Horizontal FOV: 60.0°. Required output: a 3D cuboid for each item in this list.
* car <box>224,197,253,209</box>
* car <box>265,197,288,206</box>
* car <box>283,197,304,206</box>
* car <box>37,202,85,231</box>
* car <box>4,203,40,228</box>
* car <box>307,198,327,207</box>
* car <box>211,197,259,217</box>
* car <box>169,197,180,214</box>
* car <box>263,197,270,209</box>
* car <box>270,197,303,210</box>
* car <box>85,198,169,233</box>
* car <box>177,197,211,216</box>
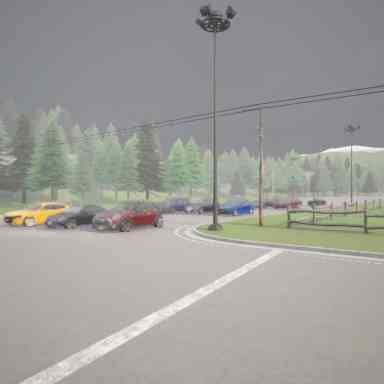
[{"bbox_3d":[6.595,1.478,46.607,1.882,1.535,5.008,0,0,36],"label":"car"},{"bbox_3d":[14.675,1.547,57.514,2.033,1.411,5.357,0,0,37],"label":"car"},{"bbox_3d":[16.623,1.564,54.296,1.994,1.385,4.181,0,0,36],"label":"car"},{"bbox_3d":[-6.990,1.526,21.121,1.812,1.442,4.674,0,0,31],"label":"car"},{"bbox_3d":[-10.126,1.477,22.707,1.882,1.535,5.008,0,0,32],"label":"car"},{"bbox_3d":[19.769,1.601,52.653,1.895,1.301,4.718,0,0,37],"label":"car"},{"bbox_3d":[4.135,1.478,31.451,1.882,1.535,5.008,0,0,36],"label":"car"},{"bbox_3d":[-1.902,1.352,35.037,2.097,1.767,4.553,0,0,36],"label":"car"},{"bbox_3d":[9.620,1.492,44.816,2.128,1.511,4.902,0,0,36],"label":"car"},{"bbox_3d":[12.108,1.478,42.295,1.882,1.535,5.008,0,0,36],"label":"car"},{"bbox_3d":[-3.707,1.352,19.778,2.097,1.767,4.553,0,0,32],"label":"car"},{"bbox_3d":[1.147,1.492,33.290,2.128,1.511,4.902,0,0,36],"label":"car"}]
